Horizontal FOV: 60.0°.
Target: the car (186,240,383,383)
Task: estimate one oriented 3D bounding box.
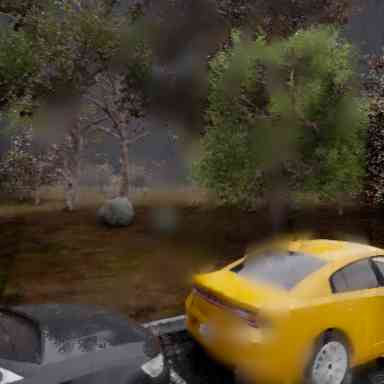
[{"bbox_3d":[2.327,1.507,5.167,5.008,1.535,2.097,0,0,-29],"label":"car"}]
